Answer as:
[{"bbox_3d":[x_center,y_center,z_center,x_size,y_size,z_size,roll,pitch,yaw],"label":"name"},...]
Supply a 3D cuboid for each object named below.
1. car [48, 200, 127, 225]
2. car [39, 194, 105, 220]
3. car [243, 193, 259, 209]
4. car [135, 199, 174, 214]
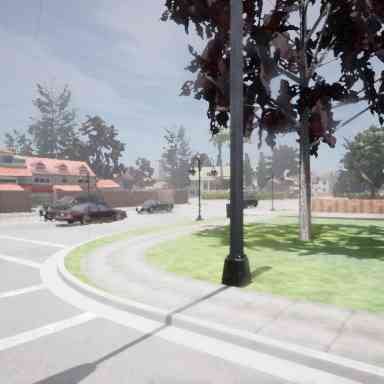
[{"bbox_3d":[-7.150,1.547,24.011,2.033,1.411,5.357,0,0,33],"label":"car"},{"bbox_3d":[-9.524,1.222,27.226,2.150,2.045,5.566,0,0,34],"label":"car"},{"bbox_3d":[7.246,1.216,45.508,2.150,2.045,5.566,0,-1,32],"label":"car"},{"bbox_3d":[-3.933,1.491,35.477,2.128,1.511,4.902,0,0,34],"label":"car"}]
